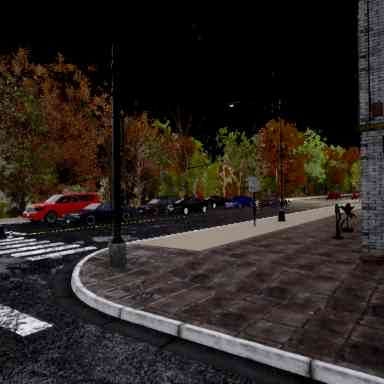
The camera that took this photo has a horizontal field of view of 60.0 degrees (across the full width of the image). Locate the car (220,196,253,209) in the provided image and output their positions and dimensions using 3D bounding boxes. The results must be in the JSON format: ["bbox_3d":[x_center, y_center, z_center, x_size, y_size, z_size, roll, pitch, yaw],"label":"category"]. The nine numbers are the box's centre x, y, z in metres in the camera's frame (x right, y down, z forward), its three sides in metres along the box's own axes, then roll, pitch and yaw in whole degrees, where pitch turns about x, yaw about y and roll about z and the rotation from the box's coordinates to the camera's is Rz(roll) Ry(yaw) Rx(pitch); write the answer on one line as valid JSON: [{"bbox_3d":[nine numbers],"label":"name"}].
[{"bbox_3d":[5.493,1.179,38.457,1.812,1.442,4.674,-1,0,36],"label":"car"}]

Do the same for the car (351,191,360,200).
[{"bbox_3d":[31.427,0.561,62.442,2.097,1.767,4.553,-1,0,36],"label":"car"}]

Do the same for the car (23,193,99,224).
[{"bbox_3d":[-9.133,1.126,24.059,2.150,2.045,5.566,-1,0,36],"label":"car"}]

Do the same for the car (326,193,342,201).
[{"bbox_3d":[25.596,0.833,59.996,1.812,1.442,4.674,-1,0,36],"label":"car"}]

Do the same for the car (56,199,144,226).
[{"bbox_3d":[-6.092,1.402,22.704,2.033,1.411,5.357,-1,0,36],"label":"car"}]

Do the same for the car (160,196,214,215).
[{"bbox_3d":[-0.376,1.260,30.483,1.837,1.490,4.892,-1,0,36],"label":"car"}]

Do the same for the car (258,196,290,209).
[{"bbox_3d":[9.404,1.135,37.963,2.033,1.411,5.357,-1,0,36],"label":"car"}]

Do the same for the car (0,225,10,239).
[{"bbox_3d":[-9.679,1.466,12.005,2.033,1.411,5.357,-1,0,36],"label":"car"}]

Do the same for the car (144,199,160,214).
[{"bbox_3d":[-3.056,1.347,32.315,2.033,1.411,5.357,-1,0,37],"label":"car"}]

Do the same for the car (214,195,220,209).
[{"bbox_3d":[2.760,1.204,40.218,1.837,1.490,4.892,-1,0,37],"label":"car"}]
